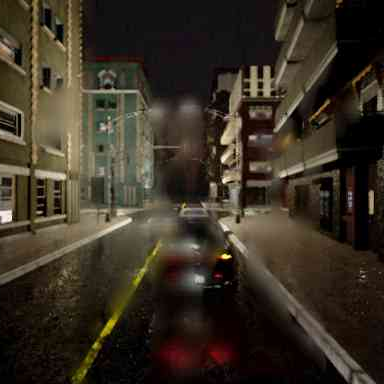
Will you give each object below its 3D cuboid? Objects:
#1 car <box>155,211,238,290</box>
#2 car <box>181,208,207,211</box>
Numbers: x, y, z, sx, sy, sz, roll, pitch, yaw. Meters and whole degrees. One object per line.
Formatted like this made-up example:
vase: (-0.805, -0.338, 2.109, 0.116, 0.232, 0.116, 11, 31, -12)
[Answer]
car: (0.104, 1.492, 9.044, 1.837, 1.490, 4.892, 0, 0, 0)
car: (0.105, 1.579, 19.272, 1.895, 1.301, 4.718, 0, 0, 0)
